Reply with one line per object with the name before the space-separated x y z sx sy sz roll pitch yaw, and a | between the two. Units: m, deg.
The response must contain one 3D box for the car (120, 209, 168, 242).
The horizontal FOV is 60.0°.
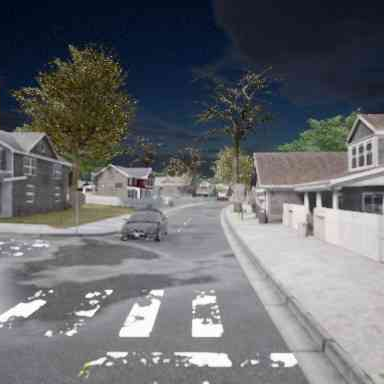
car | -2.314 1.664 17.093 1.837 1.490 4.892 0 0 3
